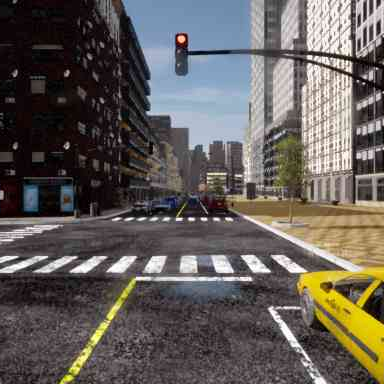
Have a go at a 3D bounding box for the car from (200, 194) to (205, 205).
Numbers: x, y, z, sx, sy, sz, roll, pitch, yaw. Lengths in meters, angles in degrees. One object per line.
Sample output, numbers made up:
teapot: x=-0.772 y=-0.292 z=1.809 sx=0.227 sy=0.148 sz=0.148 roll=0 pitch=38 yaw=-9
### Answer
car: x=2.922 y=1.354 z=58.513 sx=2.192 sy=1.841 sz=5.009 roll=0 pitch=0 yaw=0

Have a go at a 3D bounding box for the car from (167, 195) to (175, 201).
car: x=-5.345 y=1.613 z=86.011 sx=1.752 sy=1.417 sz=4.829 roll=0 pitch=0 yaw=0

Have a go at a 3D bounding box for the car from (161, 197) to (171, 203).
car: x=-5.412 y=1.639 z=69.601 sx=1.802 sy=1.307 sz=4.206 roll=0 pitch=0 yaw=0

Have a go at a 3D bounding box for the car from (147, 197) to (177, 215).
car: x=-2.960 y=1.558 z=34.133 sx=2.033 sy=1.411 sz=5.357 roll=0 pitch=0 yaw=0

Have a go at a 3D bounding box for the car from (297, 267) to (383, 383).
car: x=2.702 y=1.525 z=4.165 sx=1.752 sy=1.417 sz=4.829 roll=0 pitch=0 yaw=0

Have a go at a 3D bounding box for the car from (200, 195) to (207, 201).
car: x=3.036 y=1.613 z=86.316 sx=1.752 sy=1.417 sz=4.829 roll=0 pitch=0 yaw=0

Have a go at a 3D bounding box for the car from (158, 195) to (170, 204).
car: x=-5.435 y=1.488 z=64.074 sx=1.967 sy=1.590 sz=4.097 roll=0 pitch=0 yaw=0

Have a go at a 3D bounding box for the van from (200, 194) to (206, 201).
van: x=3.057 y=1.441 z=91.672 sx=1.690 sy=1.788 sz=3.998 roll=0 pitch=0 yaw=0

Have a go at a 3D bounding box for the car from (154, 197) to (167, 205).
car: x=-5.457 y=1.584 z=58.547 sx=1.887 sy=1.381 sz=4.507 roll=0 pitch=0 yaw=0

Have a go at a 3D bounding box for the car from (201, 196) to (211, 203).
car: x=2.968 y=1.602 z=69.567 sx=1.887 sy=1.381 sz=4.507 roll=0 pitch=0 yaw=0

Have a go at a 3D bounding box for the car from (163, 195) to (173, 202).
car: x=-5.390 y=1.507 z=75.128 sx=1.967 sy=1.590 sz=4.097 roll=0 pitch=0 yaw=0

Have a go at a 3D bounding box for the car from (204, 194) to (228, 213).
car: x=2.832 y=1.327 z=36.408 sx=2.192 sy=1.841 sz=5.009 roll=0 pitch=0 yaw=0

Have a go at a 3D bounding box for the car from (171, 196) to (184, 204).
car: x=-2.741 y=1.539 z=64.010 sx=2.128 sy=1.511 sz=4.902 roll=0 pitch=0 yaw=0

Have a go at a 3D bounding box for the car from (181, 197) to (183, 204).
car: x=-2.851 y=1.536 z=53.765 sx=1.837 sy=1.490 sz=4.892 roll=0 pitch=0 yaw=1

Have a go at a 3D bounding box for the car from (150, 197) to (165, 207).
car: x=-5.479 y=1.581 z=53.021 sx=2.008 sy=1.369 sz=4.403 roll=0 pitch=0 yaw=0

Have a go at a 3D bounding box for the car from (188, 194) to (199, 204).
car: x=0.266 y=1.615 z=65.611 sx=1.994 sy=1.385 sz=4.181 roll=0 pitch=0 yaw=0

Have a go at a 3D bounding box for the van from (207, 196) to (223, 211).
van: x=2.855 y=1.358 z=41.933 sx=1.690 sy=1.788 sz=3.998 roll=0 pitch=0 yaw=0

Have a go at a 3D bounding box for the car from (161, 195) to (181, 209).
car: x=-2.910 y=1.497 z=43.953 sx=1.882 sy=1.535 sz=5.008 roll=0 pitch=0 yaw=0

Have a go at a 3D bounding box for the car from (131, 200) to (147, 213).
car: x=-5.546 y=1.563 z=36.441 sx=2.008 sy=1.369 sz=4.403 roll=0 pitch=0 yaw=0
